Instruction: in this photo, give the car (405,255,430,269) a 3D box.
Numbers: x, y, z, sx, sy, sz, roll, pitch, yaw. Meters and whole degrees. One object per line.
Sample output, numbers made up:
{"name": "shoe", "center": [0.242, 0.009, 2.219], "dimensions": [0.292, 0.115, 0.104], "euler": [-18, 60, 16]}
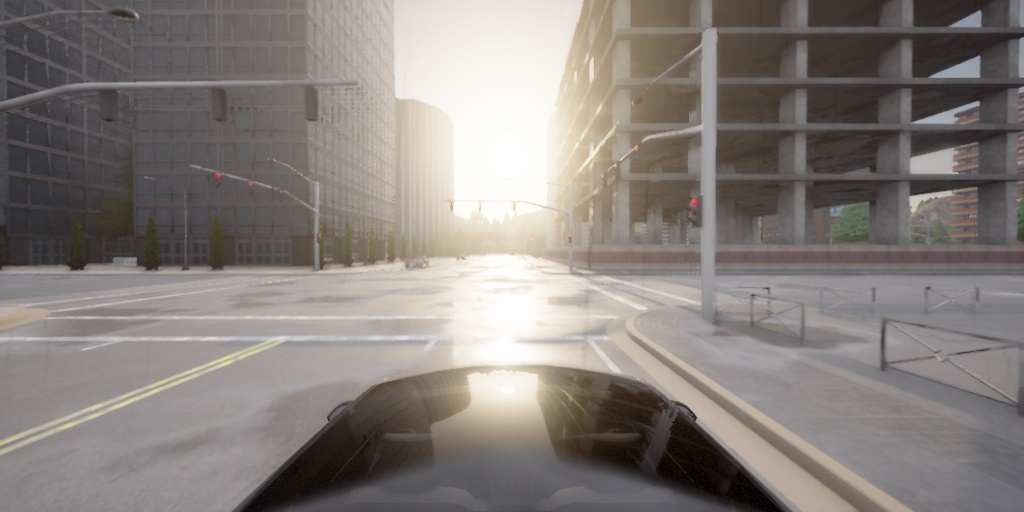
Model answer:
{"name": "car", "center": [-10.491, 0.712, 39.931], "dimensions": [2.128, 1.511, 4.902], "euler": [0, 2, 0]}
